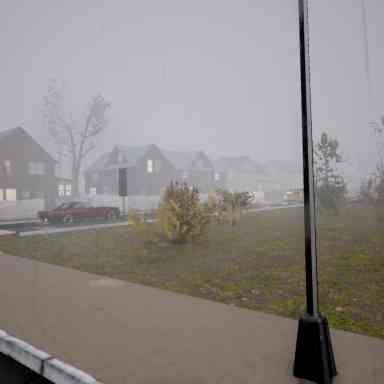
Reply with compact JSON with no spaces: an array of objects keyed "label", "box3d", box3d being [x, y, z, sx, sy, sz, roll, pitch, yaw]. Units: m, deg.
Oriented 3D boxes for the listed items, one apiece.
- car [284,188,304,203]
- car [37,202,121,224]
[{"label":"car","box3d":[13.916,0.594,42.302,1.882,1.535,5.008,-2,-1,44]},{"label":"car","box3d":[-6.772,1.253,20.489,1.895,1.301,4.718,-2,-1,43]}]
